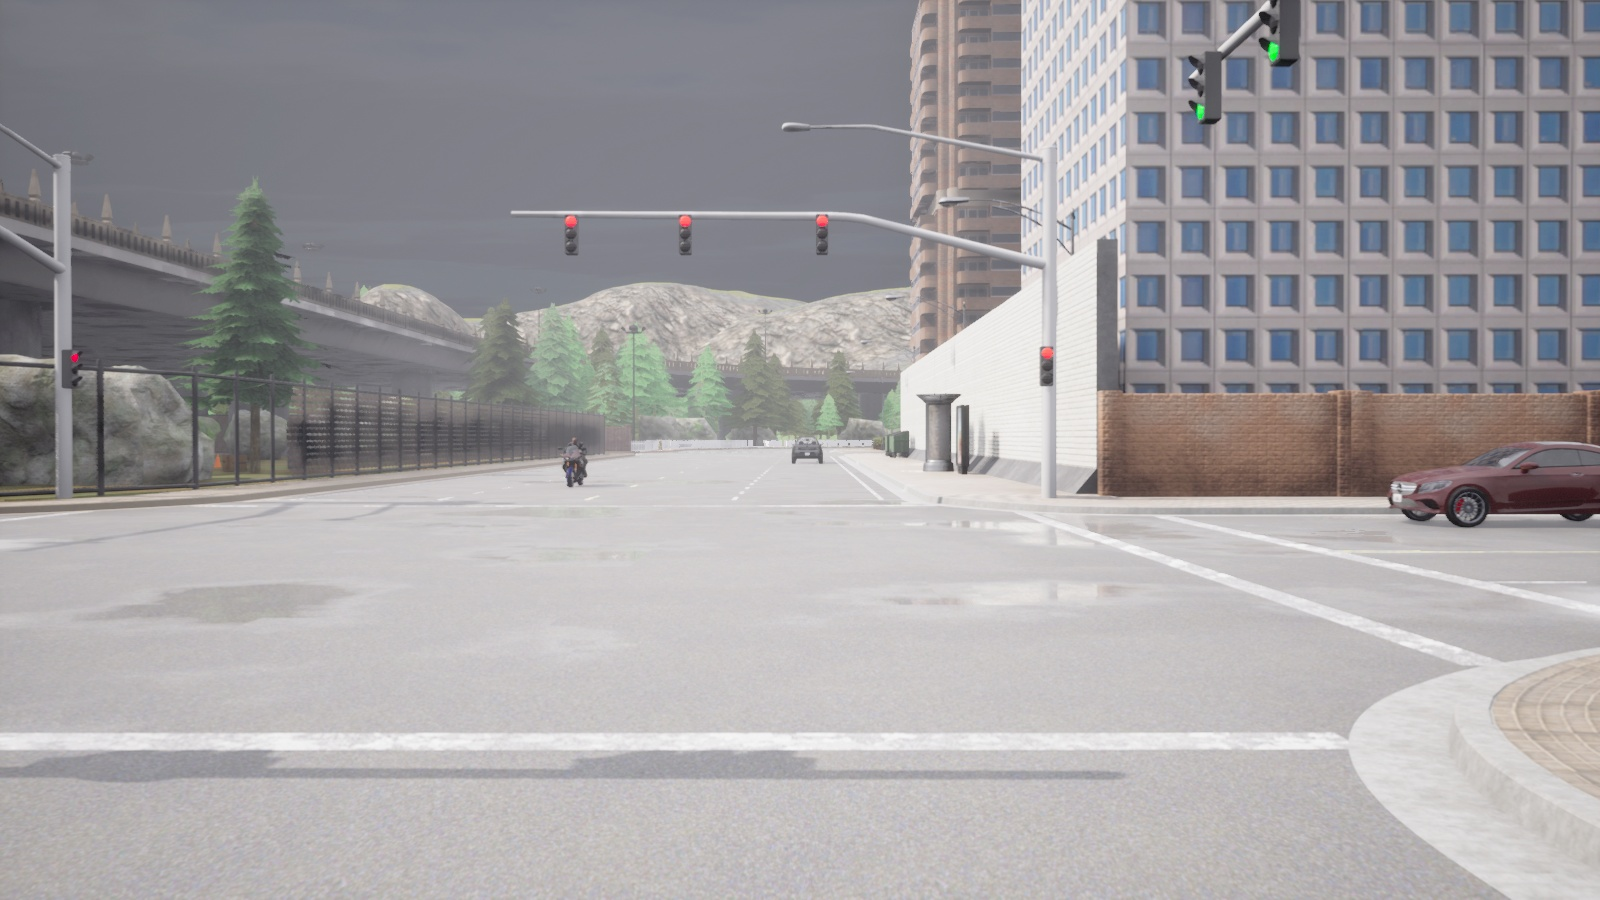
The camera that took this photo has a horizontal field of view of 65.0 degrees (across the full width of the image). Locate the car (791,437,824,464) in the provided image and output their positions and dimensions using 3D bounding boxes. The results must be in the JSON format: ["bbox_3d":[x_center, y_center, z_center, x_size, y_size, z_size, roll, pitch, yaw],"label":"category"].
[{"bbox_3d":[0.413,0.002,70.954,1.816,1.474,4.193,0,1,0],"label":"car"}]

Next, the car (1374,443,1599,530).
[{"bbox_3d":[12.789,0.602,21.954,4.674,1.442,1.812,0,1,0],"label":"car"}]

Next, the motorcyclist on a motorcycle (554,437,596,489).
[{"bbox_3d":[-6.773,0.371,37.857,0.866,1.530,2.191,0,1,0],"label":"motorcyclist on a motorcycle"}]
